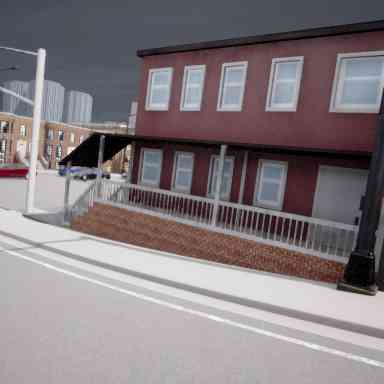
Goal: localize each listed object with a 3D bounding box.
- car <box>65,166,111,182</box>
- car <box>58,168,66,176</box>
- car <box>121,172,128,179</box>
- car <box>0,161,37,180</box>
[{"bbox_3d":[-11.854,-2.044,39.321,2.128,1.511,4.902,10,6,35],"label":"car"},{"bbox_3d":[-14.310,-2.574,41.831,1.882,1.535,5.008,10,6,36],"label":"car"},{"bbox_3d":[-8.435,-2.553,49.945,2.128,1.511,4.902,10,6,36],"label":"car"},{"bbox_3d":[-17.369,-2.062,31.671,1.882,1.535,5.008,10,6,35],"label":"car"}]
